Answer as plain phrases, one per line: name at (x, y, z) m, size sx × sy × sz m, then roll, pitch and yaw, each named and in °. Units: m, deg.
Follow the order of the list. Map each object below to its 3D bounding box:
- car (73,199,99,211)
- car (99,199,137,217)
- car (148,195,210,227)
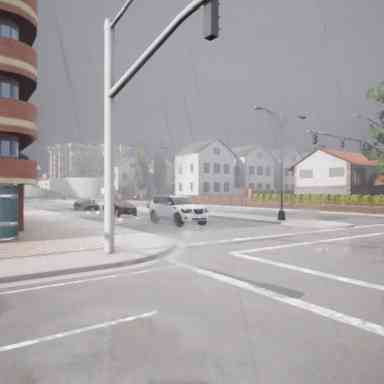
car at (-13.029, 1.559, 40.800) m, size 2.033 × 1.411 × 5.357 m, roll 0°, pitch 0°, yaw -35°
car at (-6.984, 1.488, 32.041) m, size 1.882 × 1.535 × 5.008 m, roll 0°, pitch 0°, yaw -34°
car at (-1.075, 1.233, 23.503) m, size 2.150 × 2.045 × 5.566 m, roll 0°, pitch 0°, yaw -35°
